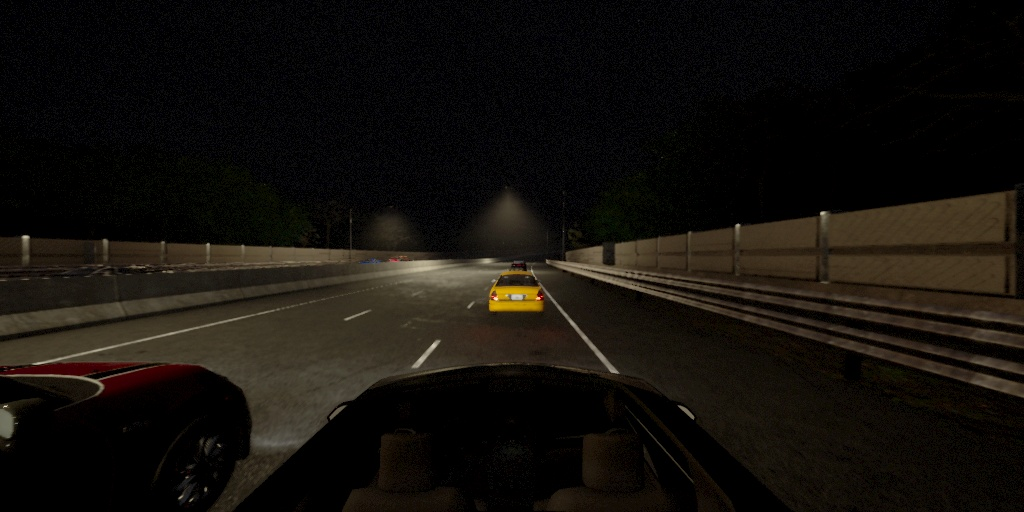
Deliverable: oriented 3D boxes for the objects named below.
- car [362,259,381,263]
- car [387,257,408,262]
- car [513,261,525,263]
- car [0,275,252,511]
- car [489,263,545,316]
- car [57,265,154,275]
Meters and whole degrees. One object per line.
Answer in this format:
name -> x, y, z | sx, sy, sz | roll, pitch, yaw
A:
car -> -23.127, 1.270, 58.729 | 1.882, 1.535, 5.008 | 0, 0, 3
car -> -16.396, 1.319, 53.288 | 1.812, 1.442, 4.674 | 0, 0, 3
car -> 0.858, 1.290, 42.717 | 2.128, 1.511, 4.902 | 0, 0, 2
car -> -3.388, 1.101, 1.334 | 2.097, 1.767, 4.553 | 0, 0, 0
car -> 0.175, 1.204, 13.245 | 1.801, 1.575, 5.366 | 0, 0, 1
car -> -20.964, 1.224, 18.100 | 2.128, 1.511, 4.902 | 0, 0, 1
